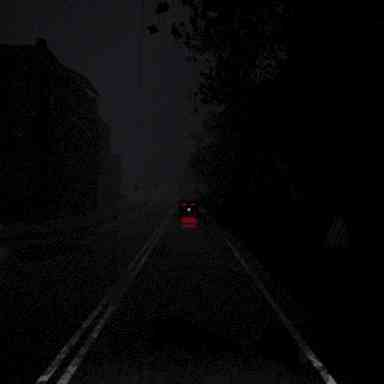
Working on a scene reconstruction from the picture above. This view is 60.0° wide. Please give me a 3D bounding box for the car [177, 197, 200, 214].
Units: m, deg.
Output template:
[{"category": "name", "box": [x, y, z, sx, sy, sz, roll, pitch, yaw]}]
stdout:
[{"category": "car", "box": [-0.318, 1.227, 31.005, 1.837, 1.490, 4.892, 0, 1, -1]}]
